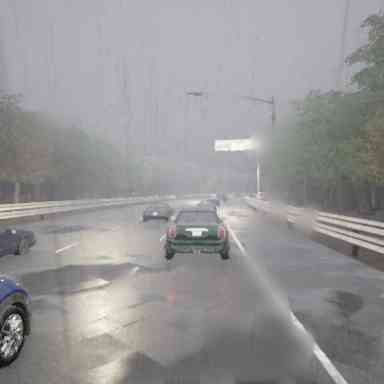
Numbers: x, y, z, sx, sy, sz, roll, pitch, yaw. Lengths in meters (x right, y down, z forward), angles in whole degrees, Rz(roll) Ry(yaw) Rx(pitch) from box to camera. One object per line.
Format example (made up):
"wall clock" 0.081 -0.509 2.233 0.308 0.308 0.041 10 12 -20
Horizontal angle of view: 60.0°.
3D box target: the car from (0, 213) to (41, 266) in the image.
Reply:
"car" -6.790 1.524 9.929 2.033 1.411 5.357 0 0 2

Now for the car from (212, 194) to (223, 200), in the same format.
"car" 3.322 1.421 50.935 1.882 1.535 5.008 0 0 7

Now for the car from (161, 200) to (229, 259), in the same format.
"car" 0.229 1.343 12.721 2.097 1.767 4.553 0 0 2

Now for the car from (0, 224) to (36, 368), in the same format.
"car" -3.368 1.341 2.918 2.097 1.767 4.553 0 0 1

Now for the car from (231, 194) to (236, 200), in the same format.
"car" 9.964 1.468 89.588 1.895 1.301 4.718 0 0 12

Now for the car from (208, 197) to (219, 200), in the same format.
"car" 1.457 1.530 33.443 1.994 1.385 4.181 0 0 5

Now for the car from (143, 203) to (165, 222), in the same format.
"car" -2.513 1.532 25.862 1.994 1.385 4.181 0 0 4

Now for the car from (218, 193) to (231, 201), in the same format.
"car" 6.550 1.130 72.283 2.150 2.045 5.566 0 0 10
